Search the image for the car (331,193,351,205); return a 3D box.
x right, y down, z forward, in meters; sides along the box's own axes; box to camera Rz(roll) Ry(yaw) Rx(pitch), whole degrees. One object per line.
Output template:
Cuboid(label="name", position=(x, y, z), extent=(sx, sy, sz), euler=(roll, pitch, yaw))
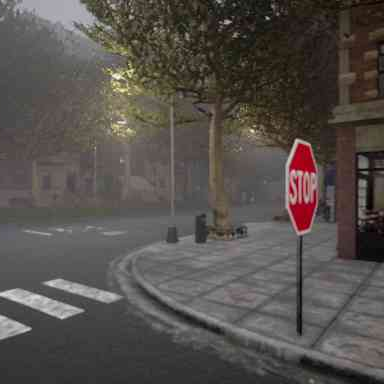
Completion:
Cuboid(label="car", position=(27.433, 1.226, 61.190), extent=(2.150, 2.045, 5.566), euler=(0, 0, 36))

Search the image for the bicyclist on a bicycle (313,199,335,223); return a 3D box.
Cuboid(label="bicyclist on a bicycle", position=(9.088, 1.302, 23.133), extent=(1.656, 1.620, 0.582), euler=(0, 0, 36))

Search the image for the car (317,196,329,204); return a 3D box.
Cuboid(label="car", position=(12.553, 1.232, 35.956), extent=(2.435, 2.045, 5.566), euler=(0, 0, 36))

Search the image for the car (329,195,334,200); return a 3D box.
Cuboid(label="car", position=(21.281, 1.495, 52.784), extent=(2.128, 1.511, 4.902), euler=(0, 0, 37))
